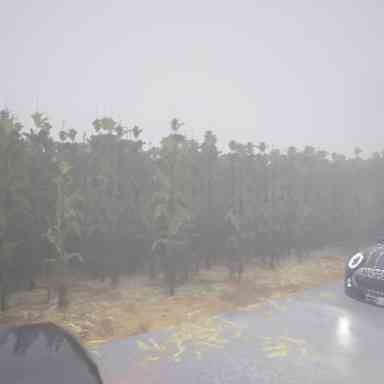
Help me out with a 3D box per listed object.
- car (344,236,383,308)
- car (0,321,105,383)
[{"bbox_3d":[5.371,1.428,7.302,4.553,1.767,2.097,0,0,-35],"label":"car"},{"bbox_3d":[-2.985,1.531,1.362,5.357,1.411,2.033,1,0,-35],"label":"car"}]
